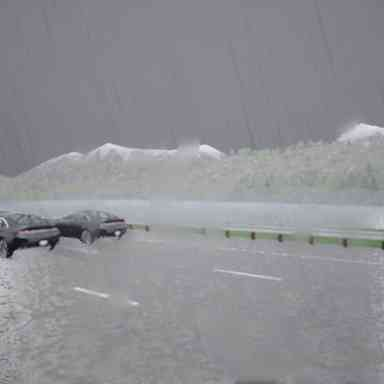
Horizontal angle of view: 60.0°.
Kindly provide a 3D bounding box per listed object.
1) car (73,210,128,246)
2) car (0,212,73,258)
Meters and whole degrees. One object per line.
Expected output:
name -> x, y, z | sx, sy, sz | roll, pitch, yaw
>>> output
car -> -5.281, 1.642, 16.257 | 4.902, 1.511, 2.128 | -1, 0, 36
car -> -7.316, 1.642, 13.409 | 4.902, 1.511, 2.128 | -1, 0, 36
